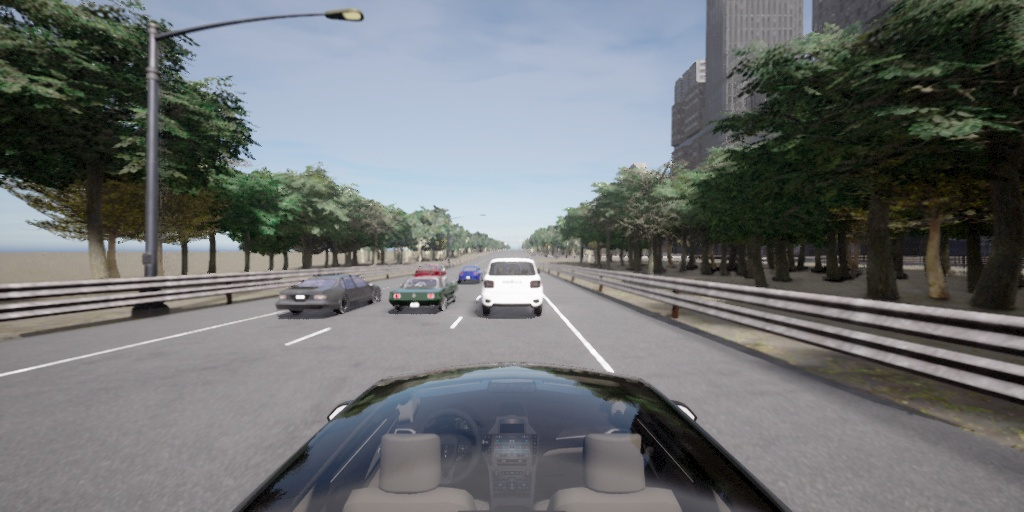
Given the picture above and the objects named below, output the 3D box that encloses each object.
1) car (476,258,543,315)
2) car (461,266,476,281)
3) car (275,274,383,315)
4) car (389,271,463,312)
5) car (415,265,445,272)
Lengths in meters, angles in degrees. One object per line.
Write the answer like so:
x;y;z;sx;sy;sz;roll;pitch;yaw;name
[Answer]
0.014;1.107;14.445;2.150;2.045;5.566;0;0;0;car
-3.468;1.553;30.766;1.812;1.442;4.674;0;0;1;car
-6.987;1.428;14.358;2.033;1.411;5.357;0;-1;0;car
-3.480;1.489;15.096;1.895;1.301;4.718;0;-1;0;car
-6.963;1.507;31.108;1.882;1.535;5.008;0;0;1;car
